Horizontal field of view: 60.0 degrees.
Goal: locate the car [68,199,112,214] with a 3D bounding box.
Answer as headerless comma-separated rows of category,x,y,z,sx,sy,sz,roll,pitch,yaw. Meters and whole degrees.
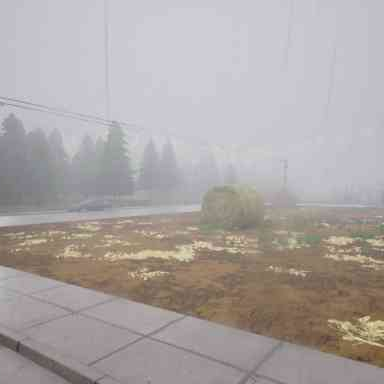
car,-10.887,1.527,35.656,1.837,1.490,4.892,0,0,37

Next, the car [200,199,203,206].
car,3.191,1.373,54.490,2.097,1.767,4.553,0,0,37
